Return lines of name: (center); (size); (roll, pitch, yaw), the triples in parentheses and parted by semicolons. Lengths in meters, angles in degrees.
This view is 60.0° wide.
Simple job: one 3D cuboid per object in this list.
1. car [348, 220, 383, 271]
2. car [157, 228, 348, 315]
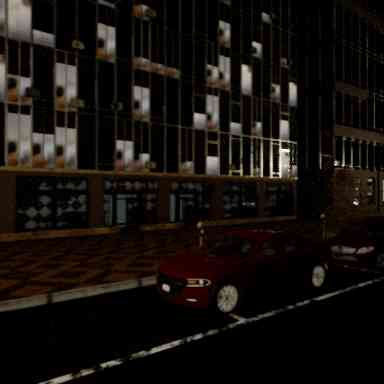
car: (5.981, 1.578, 10.837); (4.206, 1.307, 1.802); (0, 0, -36)
car: (1.349, 1.543, 7.526); (4.507, 1.381, 1.887); (0, 0, -36)
